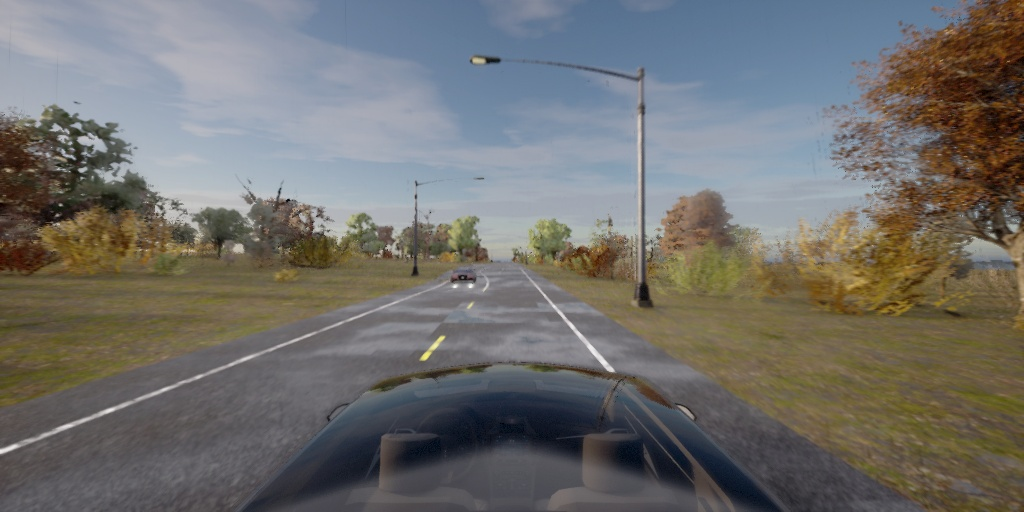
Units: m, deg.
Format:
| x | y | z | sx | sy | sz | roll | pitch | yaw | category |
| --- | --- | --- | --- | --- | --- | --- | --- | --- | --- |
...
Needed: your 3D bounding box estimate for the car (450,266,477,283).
| x | y | z | sx | sy | sz | roll | pitch | yaw | category |
| --- | --- | --- | --- | --- | --- | --- | --- | --- | --- |
| -3.941 | 1.510 | 29.886 | 1.994 | 1.385 | 4.181 | 0 | 0 | -3 | car |
